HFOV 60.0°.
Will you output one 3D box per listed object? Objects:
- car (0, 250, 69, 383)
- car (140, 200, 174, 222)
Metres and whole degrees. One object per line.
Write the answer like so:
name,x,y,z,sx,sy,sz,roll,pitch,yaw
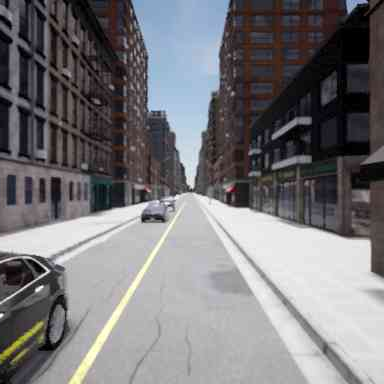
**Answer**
car,-2.853,1.504,3.439,1.837,1.490,4.892,0,1,0
car,-2.807,1.540,26.239,2.033,1.411,5.357,0,0,0
